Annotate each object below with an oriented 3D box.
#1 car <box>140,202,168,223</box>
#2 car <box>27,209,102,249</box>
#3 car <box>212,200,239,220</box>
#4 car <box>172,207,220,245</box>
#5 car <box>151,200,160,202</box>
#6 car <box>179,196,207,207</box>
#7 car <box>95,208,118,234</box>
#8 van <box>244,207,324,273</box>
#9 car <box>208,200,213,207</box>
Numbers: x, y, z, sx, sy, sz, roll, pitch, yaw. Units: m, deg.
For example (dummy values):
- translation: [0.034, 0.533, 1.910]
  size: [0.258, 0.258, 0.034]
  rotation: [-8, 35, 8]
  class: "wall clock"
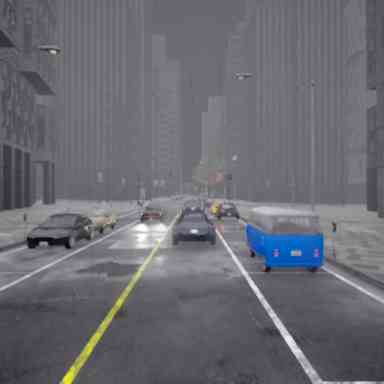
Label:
- translation: [-3.102, 1.771, 27.435]
  size: [1.895, 1.301, 4.718]
  rotation: [0, 0, 0]
  class: "car"
- translation: [-5.762, 1.659, 15.101]
  size: [1.947, 1.339, 4.313]
  rotation: [0, 0, 0]
  class: "car"
- translation: [3.146, 1.713, 30.178]
  size: [1.812, 1.442, 4.674]
  rotation: [0, 0, 0]
  class: "car"
- translation: [0.096, 1.664, 16.255]
  size: [1.994, 1.385, 4.181]
  rotation: [0, 0, 0]
  class: "car"
- translation: [-5.765, 1.879, 51.885]
  size: [2.008, 1.369, 4.403]
  rotation: [0, 0, 0]
  class: "car"
- translation: [0.095, 1.548, 31.589]
  size: [2.097, 1.767, 4.553]
  rotation: [0, 0, 0]
  class: "car"
- translation: [-5.762, 1.650, 20.222]
  size: [1.752, 1.417, 4.829]
  rotation: [0, 0, 0]
  class: "car"
- translation: [2.764, 1.407, 10.667]
  size: [1.690, 1.788, 3.998]
  rotation: [0, 0, 0]
  class: "van"
- translation: [3.137, 1.709, 37.178]
  size: [1.882, 1.535, 5.008]
  rotation: [0, 0, 0]
  class: "car"
